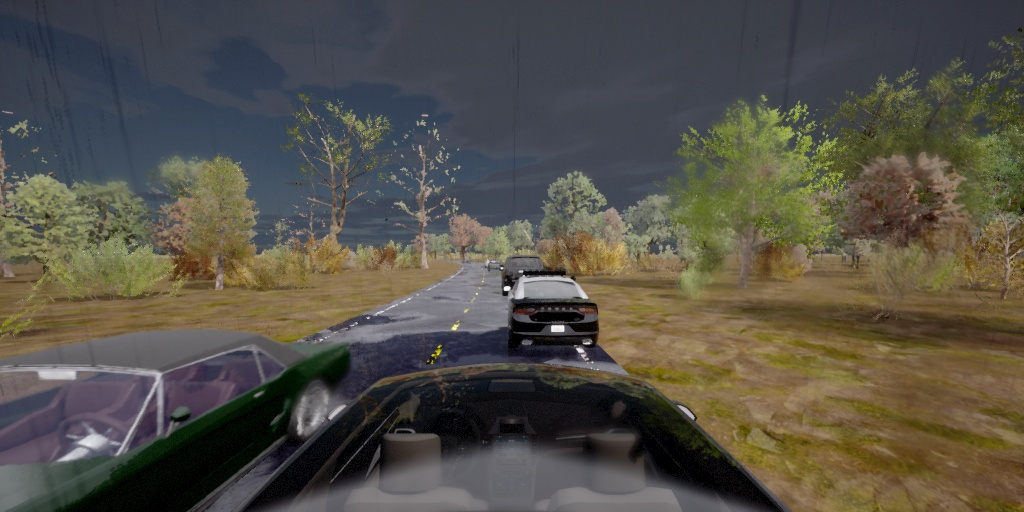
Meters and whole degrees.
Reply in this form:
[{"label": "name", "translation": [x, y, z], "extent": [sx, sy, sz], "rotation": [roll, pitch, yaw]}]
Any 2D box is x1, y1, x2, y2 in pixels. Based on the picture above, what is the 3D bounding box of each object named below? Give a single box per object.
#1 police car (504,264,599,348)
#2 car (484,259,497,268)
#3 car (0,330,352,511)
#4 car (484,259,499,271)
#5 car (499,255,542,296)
[{"label": "police car", "translation": [0.820, 1.174, 9.378], "extent": [1.930, 1.638, 5.238], "rotation": [0, 0, -1]}, {"label": "car", "translation": [-3.593, 1.278, 59.828], "extent": [1.812, 1.442, 4.674], "rotation": [0, 0, -8]}, {"label": "car", "translation": [-3.047, 1.351, 2.537], "extent": [1.895, 1.301, 4.718], "rotation": [0, 0, 0]}, {"label": "car", "translation": [-2.312, 1.240, 48.030], "extent": [2.128, 1.511, 4.902], "rotation": [0, 0, -5]}, {"label": "car", "translation": [0.531, 0.972, 19.343], "extent": [2.150, 2.045, 5.566], "rotation": [0, 0, -2]}]
